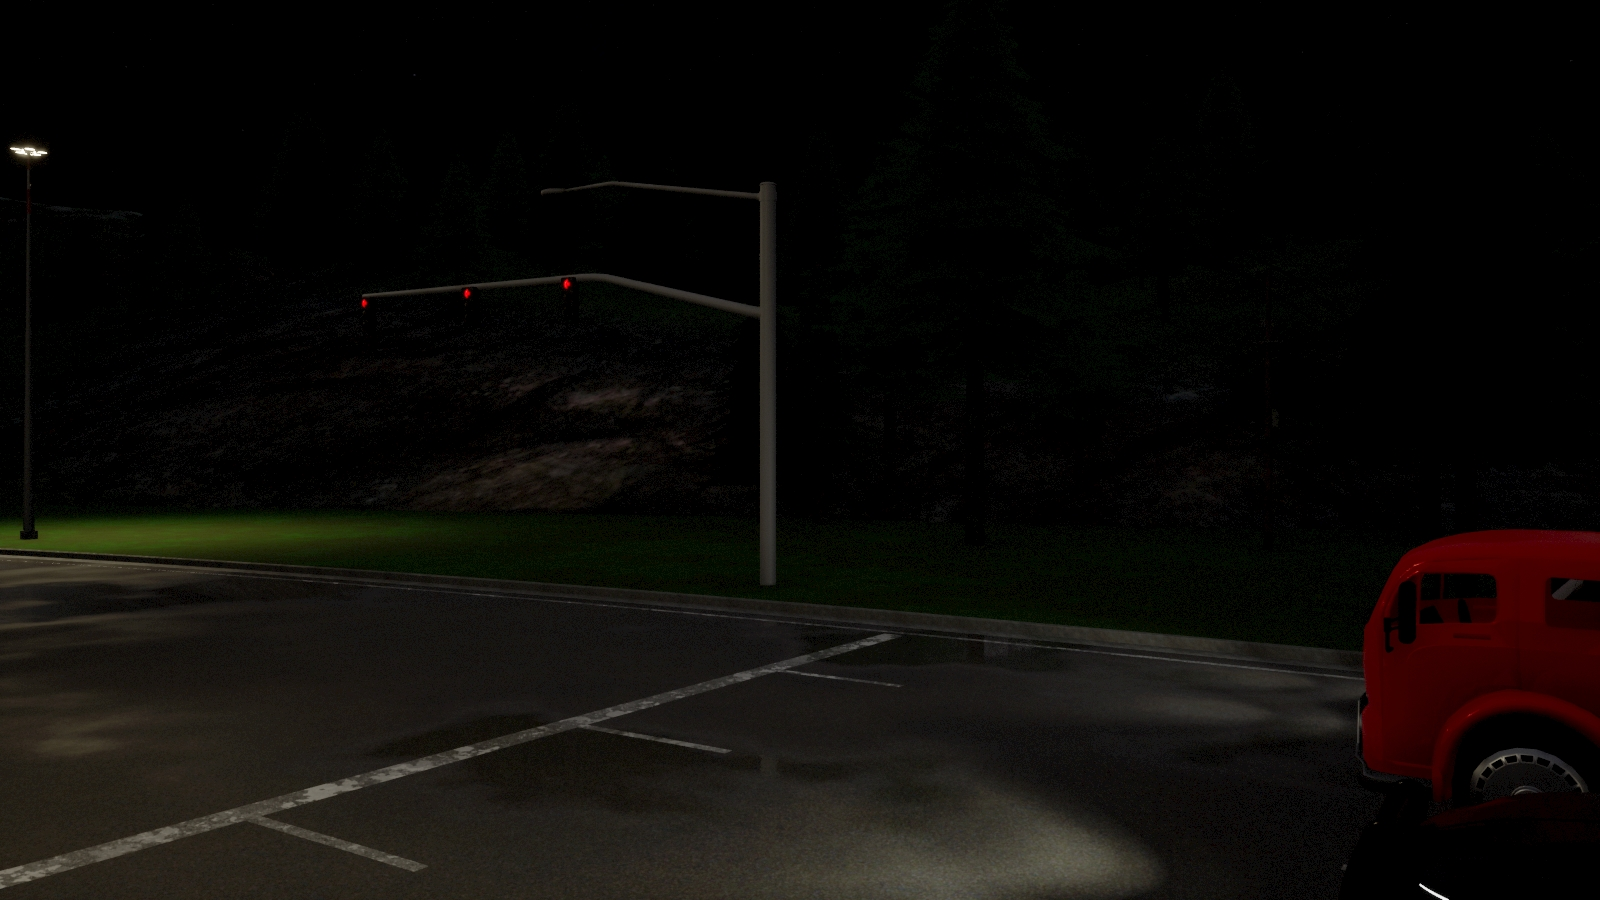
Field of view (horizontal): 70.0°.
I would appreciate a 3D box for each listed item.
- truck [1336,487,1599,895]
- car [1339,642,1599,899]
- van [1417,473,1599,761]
[{"bbox_3d":[6.669,1.568,7.668,5.204,2.467,2.627,0,0,34],"label":"truck"},{"bbox_3d":[5.200,1.982,4.552,5.238,1.638,2.097,0,0,35],"label":"car"},{"bbox_3d":[9.028,1.534,10.264,5.915,2.561,1.988,0,0,36],"label":"van"}]
